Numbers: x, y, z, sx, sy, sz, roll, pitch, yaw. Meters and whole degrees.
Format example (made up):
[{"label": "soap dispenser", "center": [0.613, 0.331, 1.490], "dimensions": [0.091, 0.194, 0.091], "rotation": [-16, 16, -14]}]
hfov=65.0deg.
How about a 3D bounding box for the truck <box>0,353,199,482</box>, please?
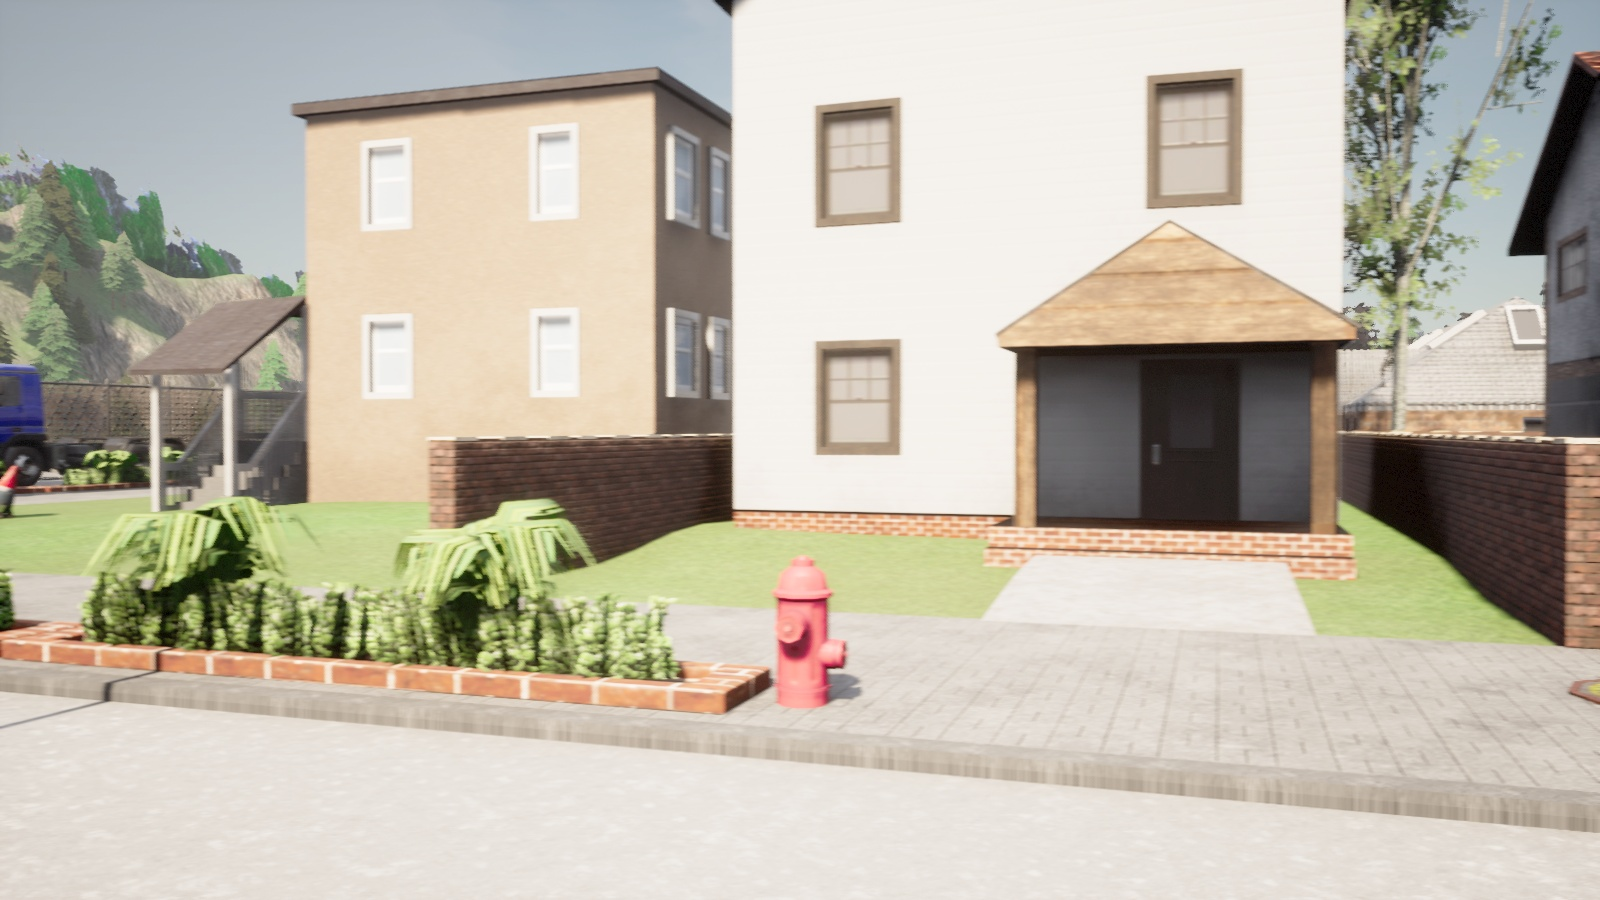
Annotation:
[{"label": "truck", "center": [-21.837, -0.921, 36.841], "dimensions": [2.891, 3.462, 7.936], "rotation": [1, 1, 19]}]
